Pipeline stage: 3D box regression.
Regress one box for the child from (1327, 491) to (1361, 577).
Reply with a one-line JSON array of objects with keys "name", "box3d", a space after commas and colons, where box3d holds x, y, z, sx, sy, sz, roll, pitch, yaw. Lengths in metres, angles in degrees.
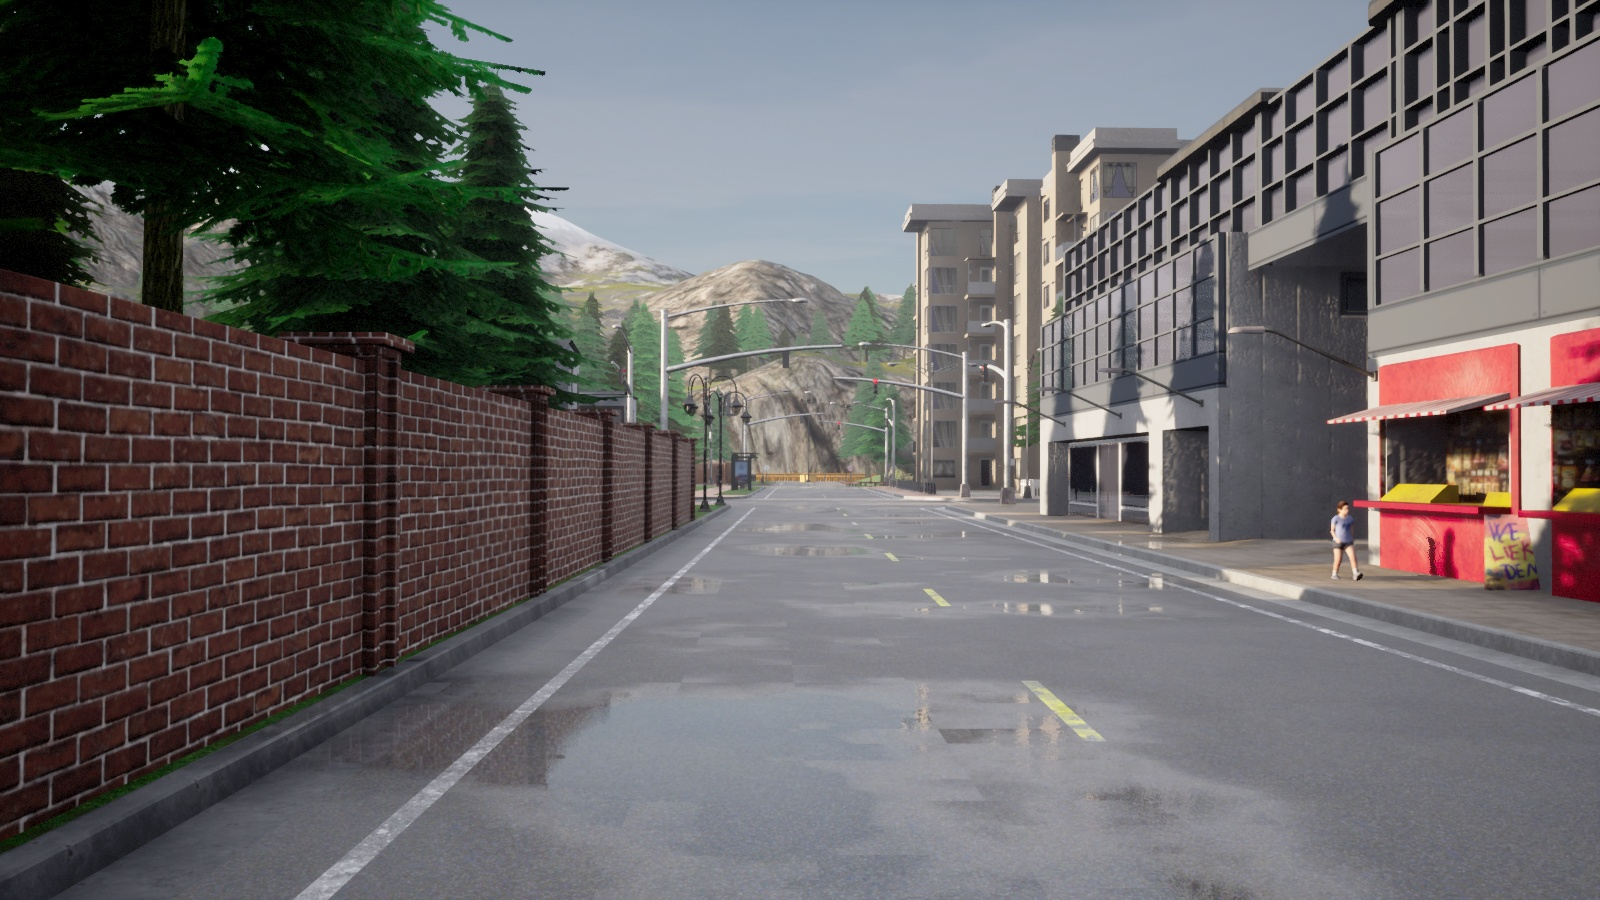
[{"name": "child", "box3d": [7.185, 1.105, 16.599, 0.255, 1.110, 0.394, 0, -1, -2]}]
